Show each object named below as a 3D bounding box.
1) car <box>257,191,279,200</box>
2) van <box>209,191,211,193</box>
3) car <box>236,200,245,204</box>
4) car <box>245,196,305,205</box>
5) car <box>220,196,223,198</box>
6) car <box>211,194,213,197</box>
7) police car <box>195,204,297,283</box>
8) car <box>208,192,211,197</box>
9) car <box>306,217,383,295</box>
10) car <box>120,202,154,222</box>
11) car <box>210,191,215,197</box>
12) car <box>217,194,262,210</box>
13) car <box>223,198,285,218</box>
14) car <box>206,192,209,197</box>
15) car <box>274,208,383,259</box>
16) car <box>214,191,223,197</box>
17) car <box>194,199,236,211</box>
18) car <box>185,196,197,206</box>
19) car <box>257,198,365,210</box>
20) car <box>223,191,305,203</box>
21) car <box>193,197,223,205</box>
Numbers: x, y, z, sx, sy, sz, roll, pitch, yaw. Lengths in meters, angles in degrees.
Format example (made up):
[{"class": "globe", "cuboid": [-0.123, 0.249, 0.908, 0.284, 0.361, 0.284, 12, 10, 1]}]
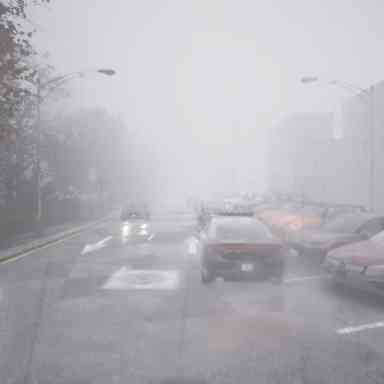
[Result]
[{"class": "car", "cuboid": [18.475, 0.880, 80.794, 2.435, 2.045, 5.566, 0, 1, -21]}, {"class": "van", "cuboid": [5.575, 0.989, 52.825, 4.442, 1.987, 1.878, 1, 0, -20]}, {"class": "car", "cuboid": [5.344, 1.395, 19.751, 4.674, 1.452, 2.002, 1, 0, -20]}, {"class": "car", "cuboid": [5.370, 1.247, 16.754, 4.553, 1.767, 2.185, 1, 1, -20]}, {"class": "car", "cuboid": [5.197, 1.317, 25.687, 5.366, 1.575, 1.946, 1, 1, -20]}, {"class": "car", "cuboid": [5.442, 1.284, 43.770, 4.674, 1.452, 2.002, 1, 0, -20]}, {"class": "police car", "cuboid": [1.170, 1.357, 9.576, 1.930, 1.638, 5.238, 0, 0, 0]}, {"class": "car", "cuboid": [5.450, 1.223, 49.781, 5.008, 1.535, 2.097, 1, 0, -20]}, {"class": "car", "cuboid": [5.314, 1.471, 7.742, 4.674, 1.452, 2.002, 1, 1, -20]}, {"class": "car", "cuboid": [-3.992, 1.406, 24.661, 1.994, 1.385, 4.181, 0, 0, 0]}, {"class": "car", "cuboid": [5.484, 1.108, 46.777, 4.553, 1.767, 2.185, 1, 0, -20]}, {"class": "car", "cuboid": [5.389, 1.141, 37.759, 4.553, 1.767, 2.185, 1, 0, -20]}, {"class": "car", "cuboid": [5.355, 1.336, 28.745, 4.792, 1.488, 2.163, 1, 1, -20]}, {"class": "car", "cuboid": [5.293, 1.189, 58.725, 5.366, 1.575, 1.946, 1, 0, -20]}, {"class": "car", "cuboid": [5.291, 1.439, 10.734, 4.792, 1.488, 2.163, 1, 1, -20]}, {"class": "car", "cuboid": [5.374, 1.041, 31.745, 5.566, 2.045, 2.435, 1, 1, -20]}, {"class": "car", "cuboid": [1.196, 1.376, 19.466, 1.837, 1.490, 4.892, 0, 0, 0]}, {"class": "car", "cuboid": [0.095, 1.240, 46.834, 2.128, 1.511, 4.902, 0, 0, 0]}, {"class": "car", "cuboid": [5.360, 1.266, 13.753, 4.553, 1.767, 2.185, 1, 1, -20]}, {"class": "car", "cuboid": [5.349, 1.087, 22.728, 5.566, 2.045, 2.435, 1, 1, -20]}, {"class": "car", "cuboid": [1.215, 1.364, 25.466, 1.812, 1.442, 4.674, 0, 0, 0]}]
